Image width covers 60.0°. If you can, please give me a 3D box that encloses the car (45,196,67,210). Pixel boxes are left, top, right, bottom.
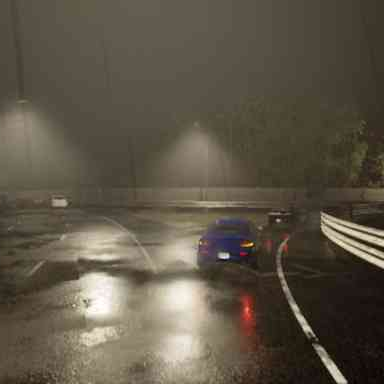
[{"bbox_3d":[-19.945,1.532,48.784,2.150,2.045,5.566,0,-1,-34],"label":"car"}]

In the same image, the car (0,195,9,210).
[{"bbox_3d":[-27.456,1.511,47.331,2.150,2.045,5.566,0,-2,-36],"label":"car"}]

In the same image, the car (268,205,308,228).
[{"bbox_3d":[6.855,1.646,23.528,2.128,1.511,4.902,0,-1,32],"label":"car"}]

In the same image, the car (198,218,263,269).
[{"bbox_3d":[1.413,1.601,11.407,1.812,1.442,4.674,0,0,13],"label":"car"}]

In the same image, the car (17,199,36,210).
[{"bbox_3d":[-24.370,1.789,48.968,1.882,1.535,5.008,0,-1,-35],"label":"car"}]
